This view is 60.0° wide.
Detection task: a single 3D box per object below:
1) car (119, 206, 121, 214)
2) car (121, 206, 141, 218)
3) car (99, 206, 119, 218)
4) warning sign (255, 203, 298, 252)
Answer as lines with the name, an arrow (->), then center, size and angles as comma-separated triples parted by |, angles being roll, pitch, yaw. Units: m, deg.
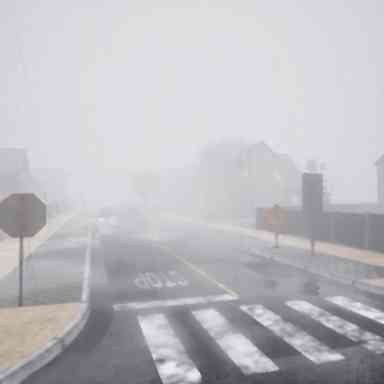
car -> -10.575, 2.744, 51.389 | 1.895, 1.301, 4.718 | 0, -2, -17
car -> -7.311, 2.396, 40.565 | 1.812, 1.442, 4.674 | 0, -2, -16
car -> -10.402, 2.448, 41.030 | 1.994, 1.385, 4.181 | 0, -2, -16
warning sign -> 3.391, 1.380, 13.372 | 1.300, 1.860, 1.060 | 0, -1, -17
